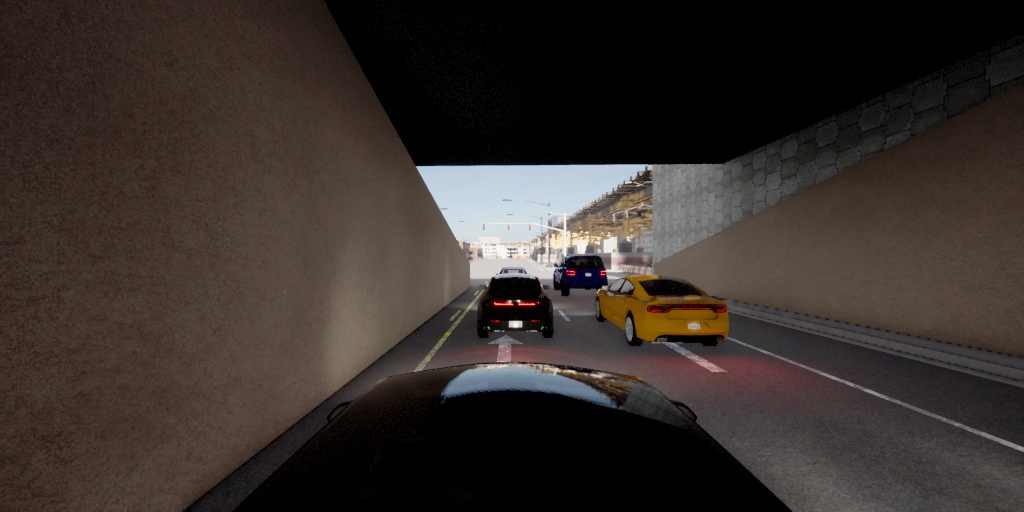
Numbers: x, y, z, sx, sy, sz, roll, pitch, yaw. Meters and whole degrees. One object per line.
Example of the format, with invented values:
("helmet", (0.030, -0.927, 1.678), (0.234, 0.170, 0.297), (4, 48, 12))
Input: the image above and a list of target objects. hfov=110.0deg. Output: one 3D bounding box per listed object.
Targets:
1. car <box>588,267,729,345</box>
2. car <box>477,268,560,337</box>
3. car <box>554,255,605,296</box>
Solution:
("car", (3.574, 1.228, 9.515), (1.882, 1.535, 5.008), (0, 0, 0))
("car", (0.076, 1.255, 10.313), (1.837, 1.490, 4.892), (0, 0, 0))
("car", (3.569, 0.971, 19.484), (2.150, 2.045, 5.566), (0, 0, 0))
